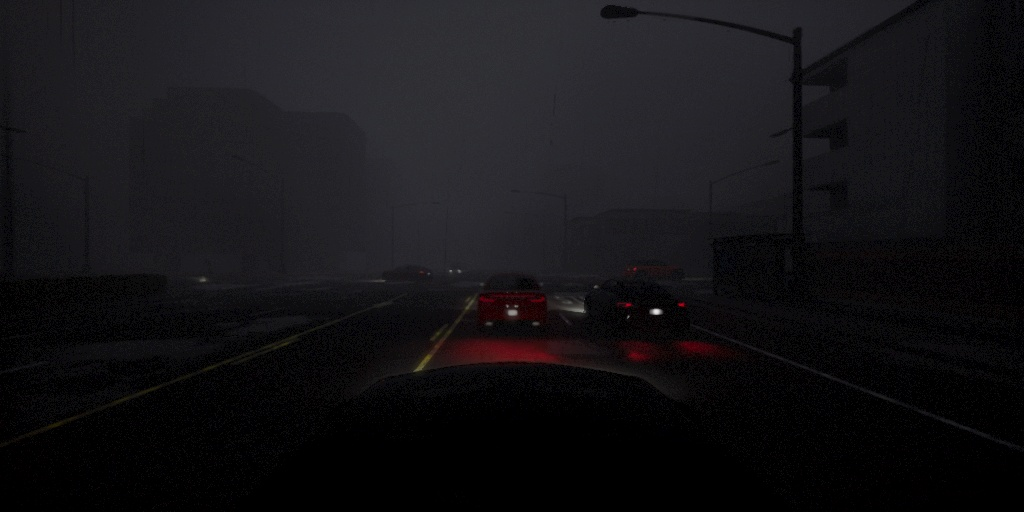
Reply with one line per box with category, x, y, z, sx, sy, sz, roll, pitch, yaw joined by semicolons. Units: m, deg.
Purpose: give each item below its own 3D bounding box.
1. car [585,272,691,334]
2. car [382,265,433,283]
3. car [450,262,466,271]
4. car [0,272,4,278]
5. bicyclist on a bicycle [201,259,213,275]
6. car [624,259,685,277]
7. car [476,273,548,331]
car;3.498;1.335;10.726;1.994;1.385;4.181;0;0;0
car;-8.571;1.407;29.455;4.181;1.385;1.994;0;0;20
car;-9.648;1.796;62.336;1.837;1.490;4.892;0;-1;-3
car;-41.016;1.409;26.407;4.718;1.301;1.895;0;0;-2
bicyclist on a bicycle;-32.066;1.138;37.716;0.582;1.620;1.656;0;0;-2
car;11.204;1.020;28.296;4.553;1.767;2.097;-1;0;-10
car;-0.004;1.250;11.173;1.882;1.535;5.008;0;-1;0
